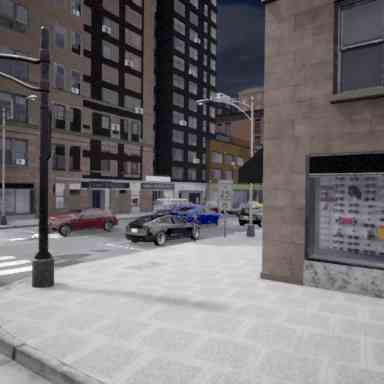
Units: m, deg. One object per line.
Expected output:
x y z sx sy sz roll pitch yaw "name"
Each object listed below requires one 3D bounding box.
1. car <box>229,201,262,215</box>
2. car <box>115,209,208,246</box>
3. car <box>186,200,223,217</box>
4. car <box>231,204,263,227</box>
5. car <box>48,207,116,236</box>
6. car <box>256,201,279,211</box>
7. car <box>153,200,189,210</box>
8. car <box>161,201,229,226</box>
5.084 1.812 35.530 2.033 1.411 5.357 1 0 36 "car"
-1.338 1.764 16.433 1.947 1.339 4.313 0 0 36 "car"
1.379 1.644 34.797 1.967 1.590 4.097 0 0 36 "car"
5.085 1.850 25.355 1.947 1.339 4.313 0 0 36 "car"
-6.479 1.633 19.474 1.812 1.442 4.674 1 0 37 "car"
11.011 1.930 48.180 1.802 1.307 4.206 0 0 36 "car"
-1.015 1.672 27.066 2.128 1.511 4.902 1 0 36 "car"
0.375 1.688 23.553 1.882 1.535 5.008 1 0 36 "car"
